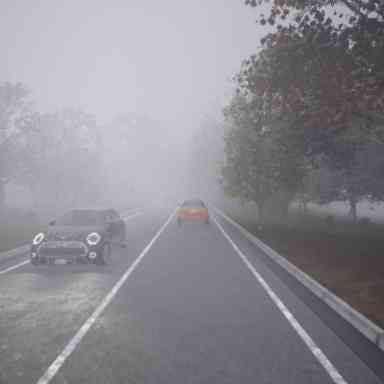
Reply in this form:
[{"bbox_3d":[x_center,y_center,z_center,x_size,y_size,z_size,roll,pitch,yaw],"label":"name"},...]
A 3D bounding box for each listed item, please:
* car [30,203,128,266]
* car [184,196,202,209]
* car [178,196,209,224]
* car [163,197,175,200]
[{"bbox_3d":[-3.604,1.325,11.391,2.097,1.767,4.553,0,0,0],"label":"car"},{"bbox_3d":[0.083,1.292,42.476,2.128,1.511,4.902,0,0,0],"label":"car"},{"bbox_3d":[0.091,1.279,23.965,2.097,1.767,4.553,0,0,0],"label":"car"},{"bbox_3d":[-3.521,0.959,52.809,2.033,1.411,5.357,0,1,0],"label":"car"}]
